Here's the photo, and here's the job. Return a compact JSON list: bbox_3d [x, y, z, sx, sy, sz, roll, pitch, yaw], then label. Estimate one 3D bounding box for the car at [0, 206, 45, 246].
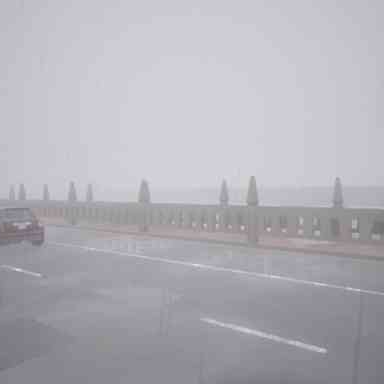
[{"bbox_3d":[-8.277,1.366,14.072,4.553,1.767,2.097,0,0,36],"label":"car"}]
